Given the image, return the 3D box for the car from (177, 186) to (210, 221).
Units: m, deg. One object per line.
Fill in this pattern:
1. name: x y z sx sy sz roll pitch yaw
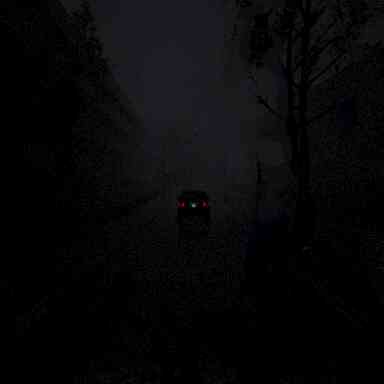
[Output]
1. car: 0.102 0.847 23.412 2.150 2.045 5.566 0 2 0
